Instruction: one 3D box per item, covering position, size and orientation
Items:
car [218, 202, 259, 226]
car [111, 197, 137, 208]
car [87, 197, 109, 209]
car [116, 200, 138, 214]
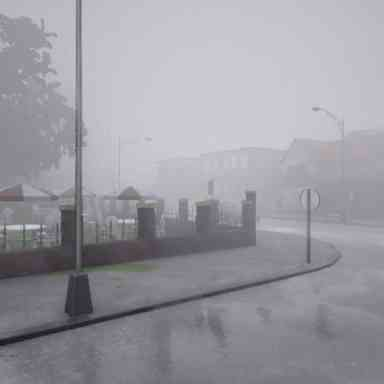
[{"bbox_3d":[2.625,1.491,23.858,2.128,1.511,4.902,0,0,-36],"label":"car"},{"bbox_3d":[-10.012,1.477,48.745,1.882,1.535,5.008,0,-1,-35],"label":"car"},{"bbox_3d":[-12.856,1.505,45.584,1.837,1.490,4.892,0,0,-35],"label":"car"},{"bbox_3d":[-6.130,1.547,36.111,2.033,1.411,5.357,0,0,-35],"label":"car"}]
